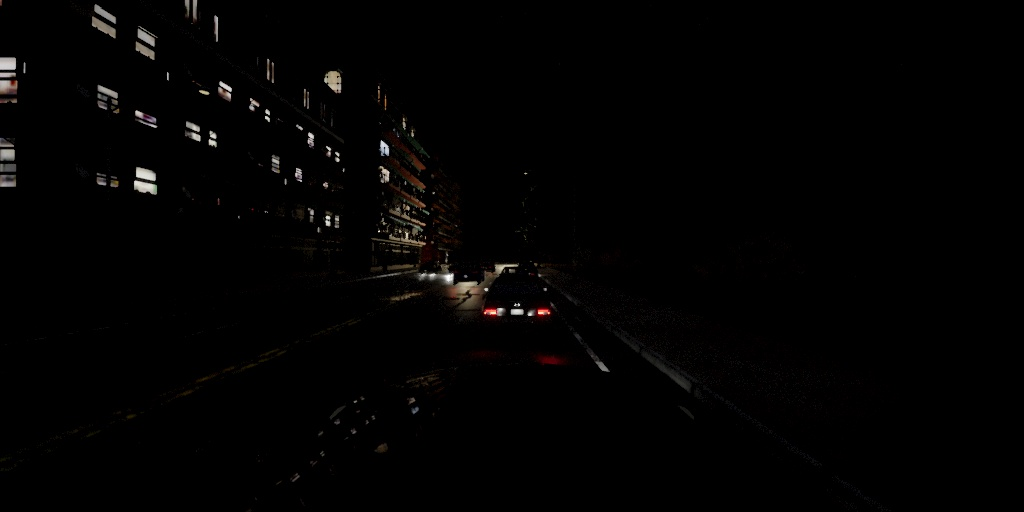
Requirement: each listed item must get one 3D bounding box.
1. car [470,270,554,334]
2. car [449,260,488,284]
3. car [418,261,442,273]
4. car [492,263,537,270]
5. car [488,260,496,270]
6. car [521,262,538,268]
[{"bbox_3d":[0.113,1.299,10.538,2.033,1.411,5.357,0,0,0],"label":"car"},{"bbox_3d":[-3.119,1.231,26.643,1.882,1.535,5.008,0,0,0],"label":"car"},{"bbox_3d":[-9.799,1.301,43.307,2.033,1.411,5.357,0,0,0],"label":"car"},{"bbox_3d":[0.124,1.301,20.899,2.033,1.411,5.357,0,0,0],"label":"car"},{"bbox_3d":[-3.094,1.280,45.208,1.812,1.442,4.674,0,-1,0],"label":"car"},{"bbox_3d":[1.174,1.259,30.666,1.837,1.490,4.892,0,0,0],"label":"car"}]
